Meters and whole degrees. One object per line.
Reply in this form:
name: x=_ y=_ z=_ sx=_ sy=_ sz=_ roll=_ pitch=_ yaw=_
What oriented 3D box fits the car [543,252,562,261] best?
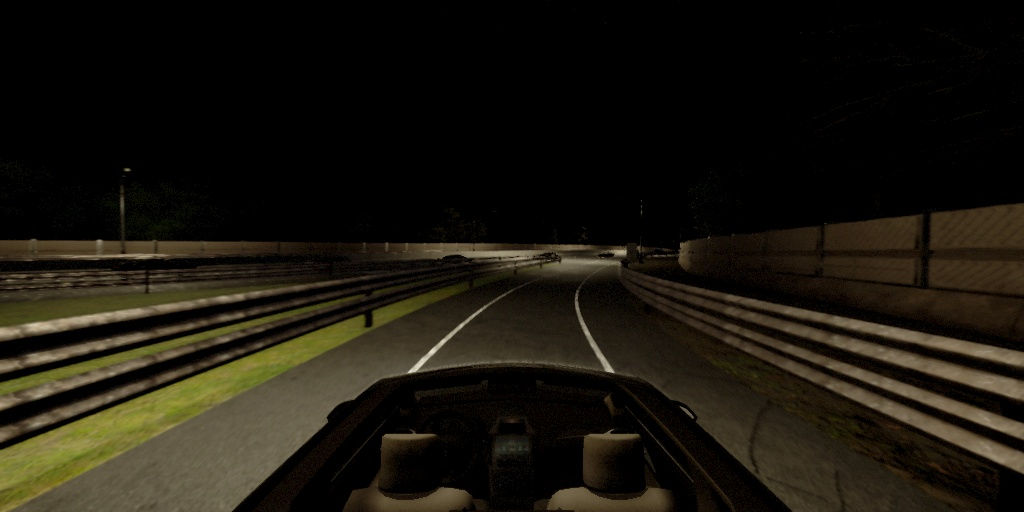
car: x=7.018 y=0.098 z=63.144 sx=1.837 sy=1.490 sz=4.892 roll=2 pitch=3 yaw=39

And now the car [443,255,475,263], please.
car: x=-6.789 y=0.587 z=46.068 sx=1.837 sy=1.490 sz=4.892 roll=2 pitch=3 yaw=39

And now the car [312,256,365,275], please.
car: x=-16.387 y=0.813 z=34.189 sx=2.097 sy=1.767 sz=4.553 roll=2 pitch=3 yaw=39

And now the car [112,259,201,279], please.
car: x=-26.615 y=0.935 z=27.101 sx=1.837 sy=1.490 sz=4.892 roll=2 pitch=2 yaw=39
